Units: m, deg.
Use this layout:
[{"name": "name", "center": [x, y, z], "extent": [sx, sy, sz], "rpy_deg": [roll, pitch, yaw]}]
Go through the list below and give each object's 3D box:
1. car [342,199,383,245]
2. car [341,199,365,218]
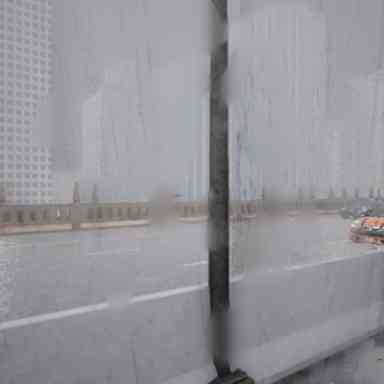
[{"name": "car", "center": [8.971, 1.351, 14.678], "extent": [4.553, 1.767, 2.097], "rpy_deg": [0, 0, -35]}, {"name": "car", "center": [14.064, 1.351, 26.874], "extent": [4.553, 1.767, 2.097], "rpy_deg": [0, 0, -35]}]
